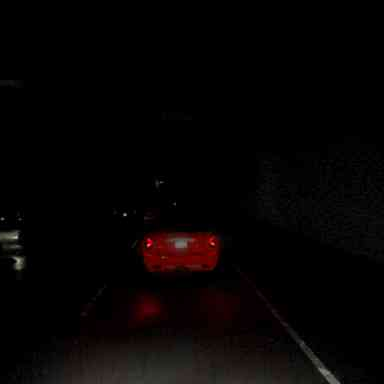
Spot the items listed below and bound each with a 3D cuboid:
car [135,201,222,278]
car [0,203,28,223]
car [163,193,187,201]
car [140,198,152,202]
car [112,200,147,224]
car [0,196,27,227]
[{"bbox_3d":[-0.393,1.325,10.348,2.097,1.767,4.553,-1,0,-3],"label":"car"},{"bbox_3d":[-15.548,1.668,26.996,2.033,1.411,5.357,-1,0,-3],"label":"car"},{"bbox_3d":[-1.650,1.143,32.537,2.150,2.045,5.566,-1,0,-3],"label":"car"},{"bbox_3d":[-5.631,1.475,40.532,1.812,1.442,4.674,-1,0,-4],"label":"car"},{"bbox_3d":[-4.727,1.548,24.894,1.994,1.385,4.181,-1,0,-3],"label":"car"},{"bbox_3d":[-11.848,1.305,23.372,2.150,2.045,5.566,-1,0,-3],"label":"car"}]
